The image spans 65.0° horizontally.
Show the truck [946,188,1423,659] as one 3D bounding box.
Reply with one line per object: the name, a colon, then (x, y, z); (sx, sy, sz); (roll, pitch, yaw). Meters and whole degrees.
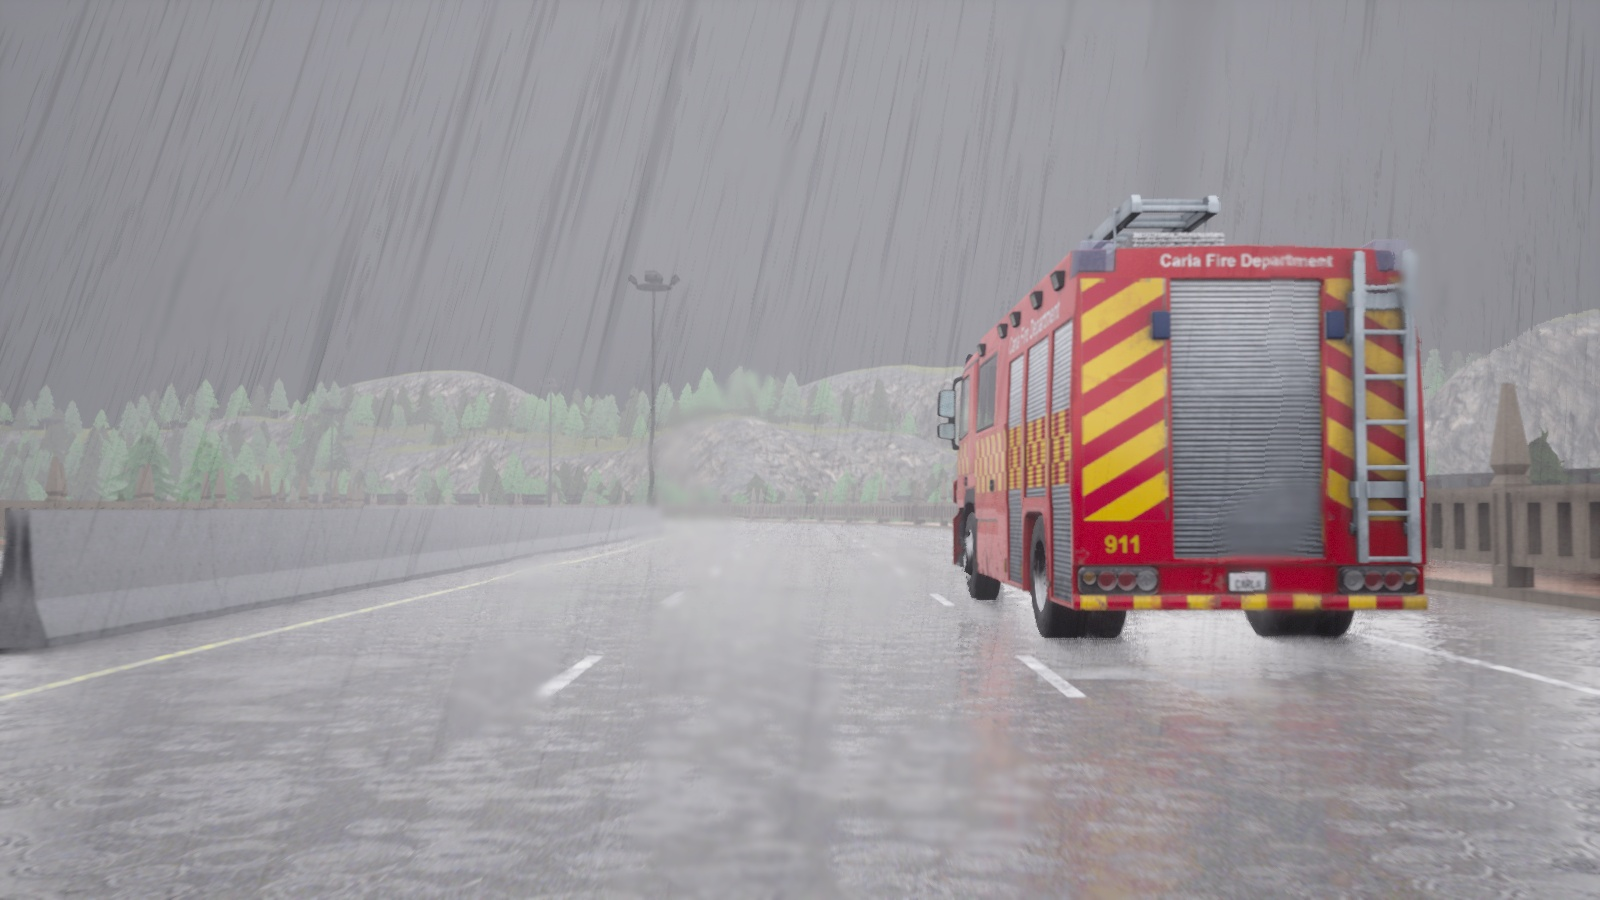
truck: (3.599, -0.040, 14.437); (2.891, 3.827, 8.468); (0, -3, 0)
